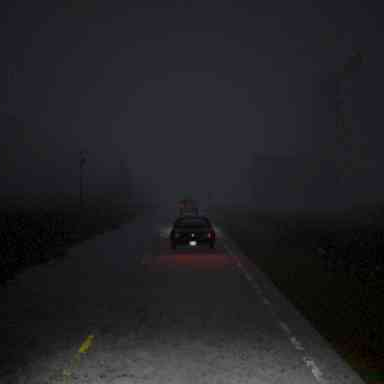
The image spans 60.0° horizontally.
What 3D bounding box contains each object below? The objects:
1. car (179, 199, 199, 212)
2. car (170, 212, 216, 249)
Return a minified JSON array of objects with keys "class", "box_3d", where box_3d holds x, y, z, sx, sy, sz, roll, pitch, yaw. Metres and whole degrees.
[{"class":"car","box_3d":[-0.338,1.772,39.253,2.150,2.045,5.566,0,0,0]},{"class":"car","box_3d":[0.016,1.821,15.764,1.895,1.301,4.718,0,-1,-1]}]
